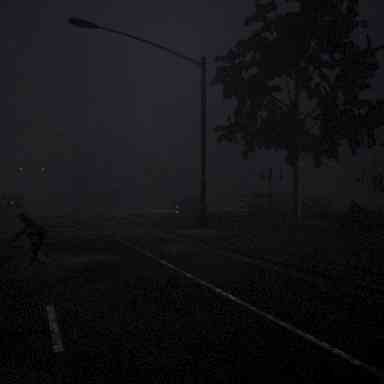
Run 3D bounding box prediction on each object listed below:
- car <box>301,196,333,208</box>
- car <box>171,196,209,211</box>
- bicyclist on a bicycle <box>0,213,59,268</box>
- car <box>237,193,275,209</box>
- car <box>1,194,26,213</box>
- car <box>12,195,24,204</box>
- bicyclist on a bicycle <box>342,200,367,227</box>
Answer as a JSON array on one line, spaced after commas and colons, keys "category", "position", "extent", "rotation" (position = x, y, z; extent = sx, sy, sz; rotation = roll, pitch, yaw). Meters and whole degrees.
[{"category": "car", "position": [17.589, 1.352, 46.718], "extent": [4.553, 1.767, 2.097], "rotation": [0, 0, -28]}, {"category": "car", "position": [-0.276, 1.353, 41.389], "extent": [4.553, 1.767, 2.097], "rotation": [0, 0, -28]}, {"category": "bicyclist on a bicycle", "position": [-4.900, 1.455, 10.032], "extent": [1.656, 1.620, 0.582], "rotation": [-2, 1, -19]}, {"category": "car", "position": [9.026, 1.222, 46.328], "extent": [5.566, 2.045, 2.150], "rotation": [0, 0, -27]}, {"category": "car", "position": [-19.556, 1.199, 36.433], "extent": [2.150, 2.045, 5.566], "rotation": [0, 0, -27]}, {"category": "car", "position": [-31.100, 1.304, 59.579], "extent": [1.812, 1.442, 4.674], "rotation": [0, 1, -27]}, {"category": "bicyclist on a bicycle", "position": [9.772, 1.285, 20.024], "extent": [0.582, 1.620, 1.656], "rotation": [9, -6, -31]}]
